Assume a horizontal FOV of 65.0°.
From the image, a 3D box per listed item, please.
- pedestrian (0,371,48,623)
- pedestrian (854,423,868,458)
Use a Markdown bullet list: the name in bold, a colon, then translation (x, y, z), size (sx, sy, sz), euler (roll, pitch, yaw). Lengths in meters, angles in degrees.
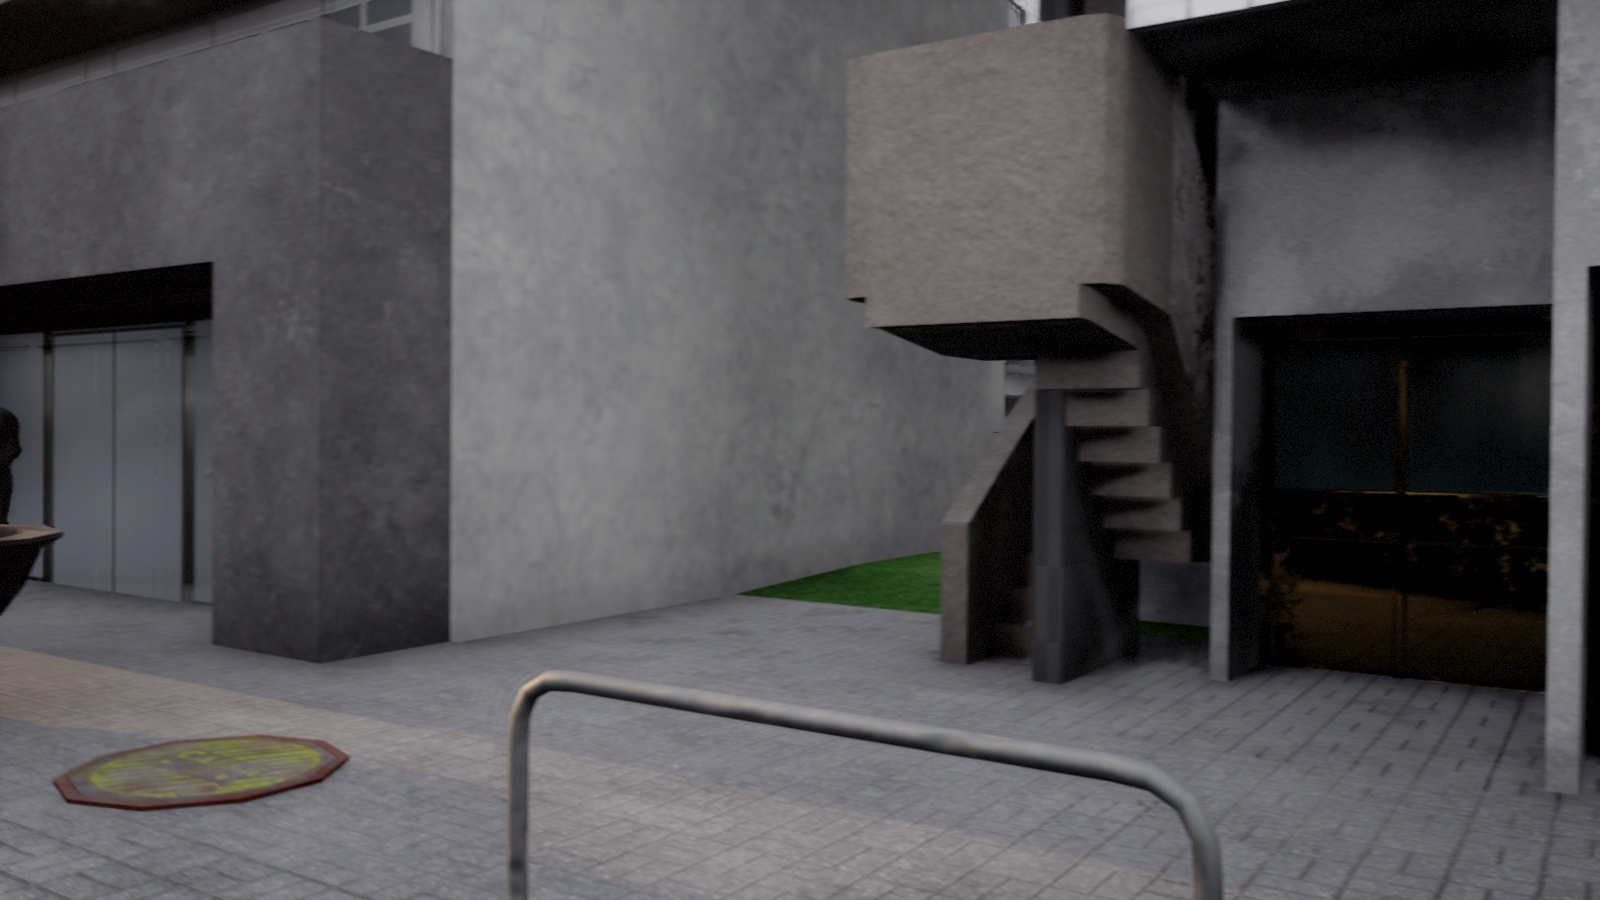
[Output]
- **pedestrian**: translation (-6.574, 0.364, 9.998), size (0.873, 1.952, 0.659), euler (0, 1, 33)
- **pedestrian**: translation (3.195, -0.493, 65.780), size (0.376, 1.854, 0.720), euler (0, 1, 33)
